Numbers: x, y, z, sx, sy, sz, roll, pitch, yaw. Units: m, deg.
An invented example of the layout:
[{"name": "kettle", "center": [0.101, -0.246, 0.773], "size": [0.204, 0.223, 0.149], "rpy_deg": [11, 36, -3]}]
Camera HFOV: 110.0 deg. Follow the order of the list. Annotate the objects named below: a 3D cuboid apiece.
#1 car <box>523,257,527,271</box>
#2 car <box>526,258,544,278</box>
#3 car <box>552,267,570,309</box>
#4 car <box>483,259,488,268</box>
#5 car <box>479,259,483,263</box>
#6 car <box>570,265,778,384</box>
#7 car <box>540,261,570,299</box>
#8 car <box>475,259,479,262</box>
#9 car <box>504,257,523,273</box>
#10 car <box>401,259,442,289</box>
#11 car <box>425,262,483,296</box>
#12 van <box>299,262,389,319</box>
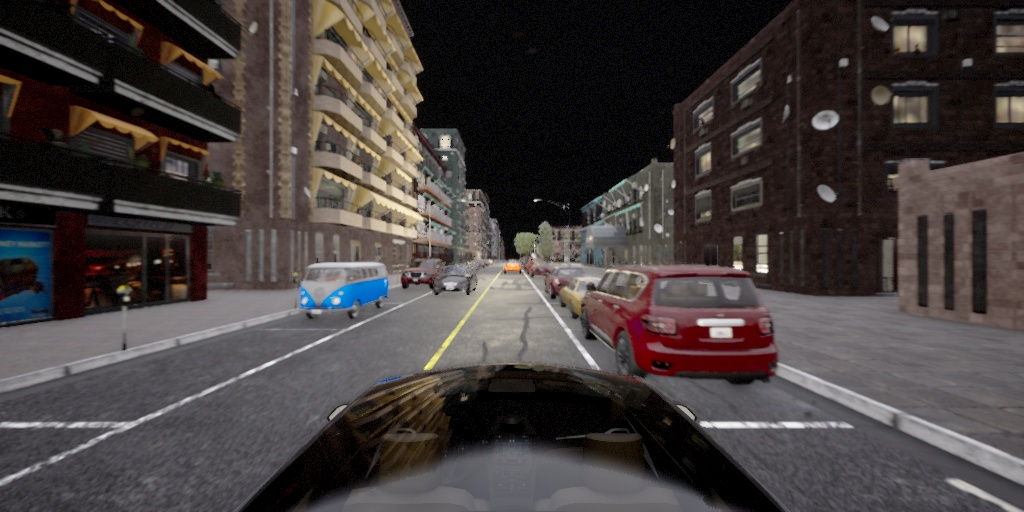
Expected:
[{"name": "car", "center": [2.689, 1.129, 40.241], "size": [2.192, 1.841, 5.009], "rpy_deg": [0, 0, 0]}, {"name": "car", "center": [2.689, 1.244, 34.701], "size": [1.967, 1.591, 4.097], "rpy_deg": [0, 0, 0]}, {"name": "car", "center": [2.690, 1.290, 12.713], "size": [1.751, 1.417, 4.829], "rpy_deg": [0, 0, 0]}, {"name": "car", "center": [-5.693, 1.314, 62.394], "size": [1.967, 1.591, 4.097], "rpy_deg": [0, 0, 0]}, {"name": "car", "center": [-5.693, 1.391, 51.316], "size": [2.007, 1.370, 4.403], "rpy_deg": [0, 0, 0]}, {"name": "car", "center": [2.690, 1.072, 7.004], "size": [2.192, 1.841, 5.009], "rpy_deg": [0, 0, 0]}, {"name": "car", "center": [2.690, 1.214, 18.082], "size": [1.967, 1.591, 4.097], "rpy_deg": [0, 0, 0]}, {"name": "car", "center": [-5.692, 1.377, 45.778], "size": [2.007, 1.370, 4.403], "rpy_deg": [0, 0, 0]}, {"name": "car", "center": [0.096, 1.179, 44.689], "size": [2.097, 1.767, 4.553], "rpy_deg": [0, 0, 0]}, {"name": "car", "center": [-5.691, 1.098, 23.621], "size": [2.192, 1.841, 5.009], "rpy_deg": [0, 0, 0]}, {"name": "car", "center": [-3.001, 1.281, 19.775], "size": [2.128, 1.511, 4.902], "rpy_deg": [0, 0, 0]}, {"name": "van", "center": [-5.691, 1.105, 12.543], "size": [1.690, 1.789, 3.998], "rpy_deg": [0, 0, 0]}]
